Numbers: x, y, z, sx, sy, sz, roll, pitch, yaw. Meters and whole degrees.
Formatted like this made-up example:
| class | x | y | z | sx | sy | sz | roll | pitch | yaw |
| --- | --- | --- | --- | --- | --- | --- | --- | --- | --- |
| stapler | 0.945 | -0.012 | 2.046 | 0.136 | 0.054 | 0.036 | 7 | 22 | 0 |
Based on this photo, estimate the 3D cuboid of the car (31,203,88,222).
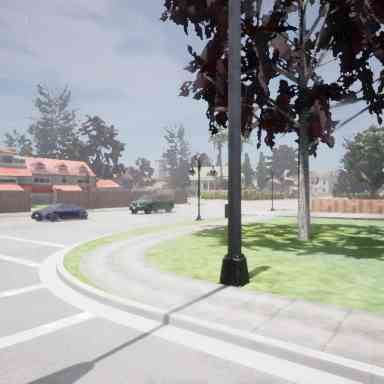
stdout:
| class | x | y | z | sx | sy | sz | roll | pitch | yaw |
| --- | --- | --- | --- | --- | --- | --- | --- | --- | --- |
| car | -10.319 | 1.565 | 26.133 | 1.994 | 1.385 | 4.181 | 0 | 0 | 34 |

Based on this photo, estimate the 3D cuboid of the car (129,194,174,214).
| class | x | y | z | sx | sy | sz | roll | pitch | yaw |
| --- | --- | --- | --- | --- | --- | --- | --- | --- | --- |
| car | -4.163 | 1.221 | 35.229 | 2.150 | 2.045 | 5.566 | 0 | 0 | 35 |
